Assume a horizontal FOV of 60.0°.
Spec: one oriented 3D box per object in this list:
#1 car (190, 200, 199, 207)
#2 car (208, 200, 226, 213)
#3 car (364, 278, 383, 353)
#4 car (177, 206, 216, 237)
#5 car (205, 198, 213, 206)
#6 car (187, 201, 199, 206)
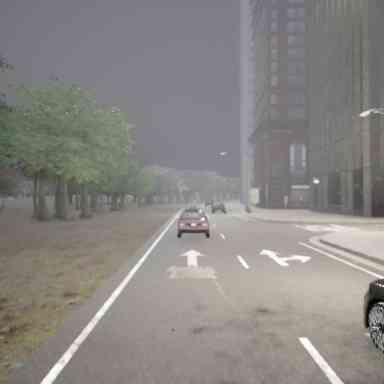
[{"bbox_3d":[0.647,2.751,77.483,1.882,1.535,5.008,0,-1,4],"label":"car"},{"bbox_3d":[3.571,2.175,46.218,1.837,1.490,4.892,0,-1,0],"label":"car"},{"bbox_3d":[3.599,1.532,3.276,2.128,1.511,4.902,0,-1,0],"label":"car"},{"bbox_3d":[0.086,1.823,20.083,2.033,1.411,5.357,0,-1,0],"label":"car"},{"bbox_3d":[4.179,2.507,77.874,2.150,2.045,5.566,0,-1,4],"label":"car"},{"bbox_3d":[0.071,2.276,46.480,1.895,1.301,4.718,0,-1,0],"label":"car"}]
